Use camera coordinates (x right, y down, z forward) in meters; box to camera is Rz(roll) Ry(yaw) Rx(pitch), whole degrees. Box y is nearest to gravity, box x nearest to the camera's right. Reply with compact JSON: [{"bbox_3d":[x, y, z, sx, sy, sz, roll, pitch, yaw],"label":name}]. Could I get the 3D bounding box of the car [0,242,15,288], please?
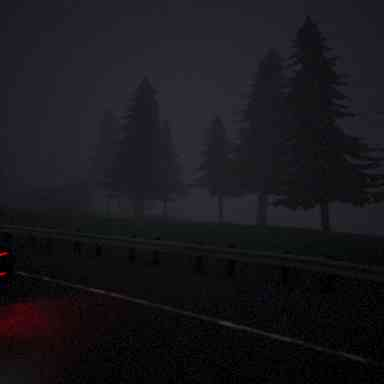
[{"bbox_3d":[-5.898,1.336,7.162,4.892,1.490,1.837,1,0,29],"label":"car"}]
